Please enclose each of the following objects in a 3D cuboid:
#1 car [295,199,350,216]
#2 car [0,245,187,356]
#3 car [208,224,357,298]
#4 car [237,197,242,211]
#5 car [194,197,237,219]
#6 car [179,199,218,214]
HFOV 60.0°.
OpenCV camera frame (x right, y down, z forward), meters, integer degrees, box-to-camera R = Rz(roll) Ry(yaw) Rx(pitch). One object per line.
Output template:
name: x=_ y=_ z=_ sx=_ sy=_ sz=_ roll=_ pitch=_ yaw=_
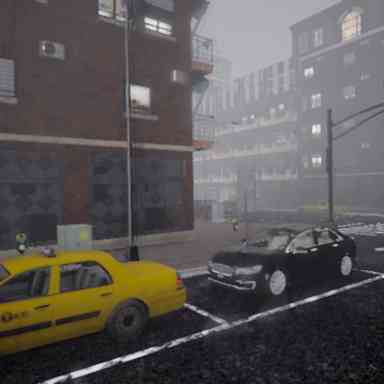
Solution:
car: x=11.563 y=1.325 z=29.781 sx=1.752 sy=1.417 sz=4.829 roll=-2 pitch=1 yaw=-36
car: x=-2.374 y=1.521 z=4.880 sx=4.829 sy=1.417 sz=1.752 roll=0 pitch=-1 yaw=-35
car: x=2.377 y=1.507 z=8.267 sx=4.403 sy=1.369 sz=2.008 roll=0 pitch=-1 yaw=-35
car: x=5.220 y=1.269 z=38.643 sx=1.967 sy=1.590 sz=4.097 roll=-2 pitch=1 yaw=-36
car: x=1.626 y=1.434 z=29.268 sx=1.967 sy=1.590 sz=4.097 roll=-2 pitch=1 yaw=-36
car: x=0.617 y=1.520 z=35.305 sx=1.994 sy=1.385 sz=4.181 roll=-2 pitch=1 yaw=-36
